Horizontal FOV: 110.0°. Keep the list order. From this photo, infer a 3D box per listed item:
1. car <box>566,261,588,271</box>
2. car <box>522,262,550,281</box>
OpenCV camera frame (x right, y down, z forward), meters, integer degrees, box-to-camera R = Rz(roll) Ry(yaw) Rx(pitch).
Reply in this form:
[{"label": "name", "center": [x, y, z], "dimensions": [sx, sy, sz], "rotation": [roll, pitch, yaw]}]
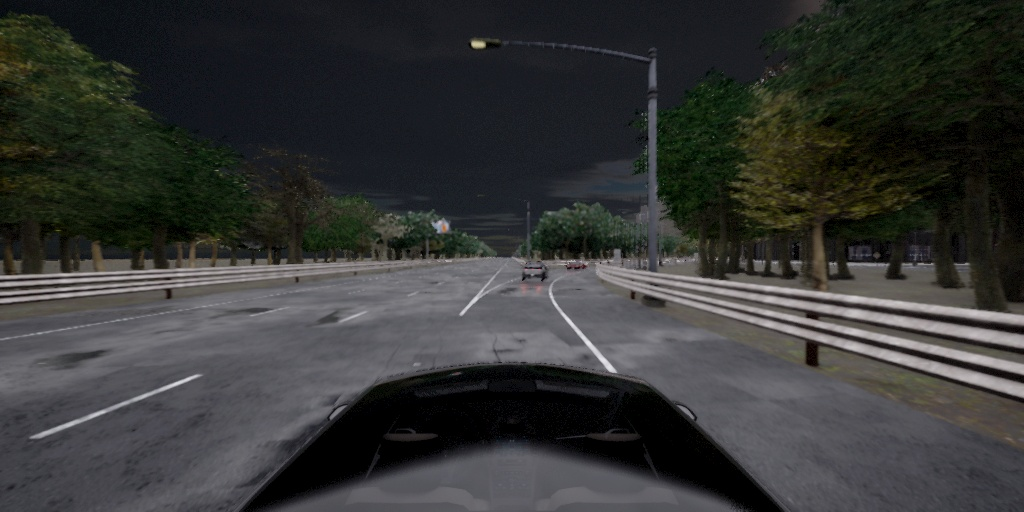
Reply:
[{"label": "car", "center": [9.283, 1.387, 50.645], "dimensions": [1.895, 1.301, 4.718], "rotation": [0, 0, 27]}, {"label": "car", "center": [2.026, 1.266, 29.904], "dimensions": [2.128, 1.511, 4.902], "rotation": [0, 0, 11]}]
